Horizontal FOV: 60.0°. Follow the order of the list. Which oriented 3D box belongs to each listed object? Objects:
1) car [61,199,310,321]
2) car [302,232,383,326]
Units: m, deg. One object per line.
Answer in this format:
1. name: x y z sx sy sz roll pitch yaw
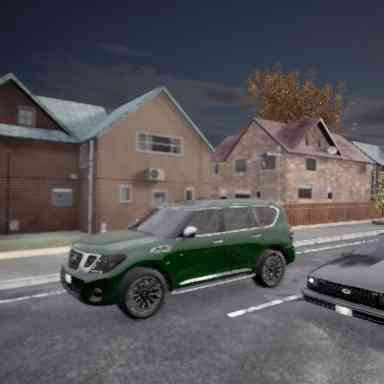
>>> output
1. car: 0.011 1.216 7.653 5.566 2.045 2.150 0 0 -35
2. car: 4.655 1.541 6.944 5.357 1.411 2.033 0 0 -35
